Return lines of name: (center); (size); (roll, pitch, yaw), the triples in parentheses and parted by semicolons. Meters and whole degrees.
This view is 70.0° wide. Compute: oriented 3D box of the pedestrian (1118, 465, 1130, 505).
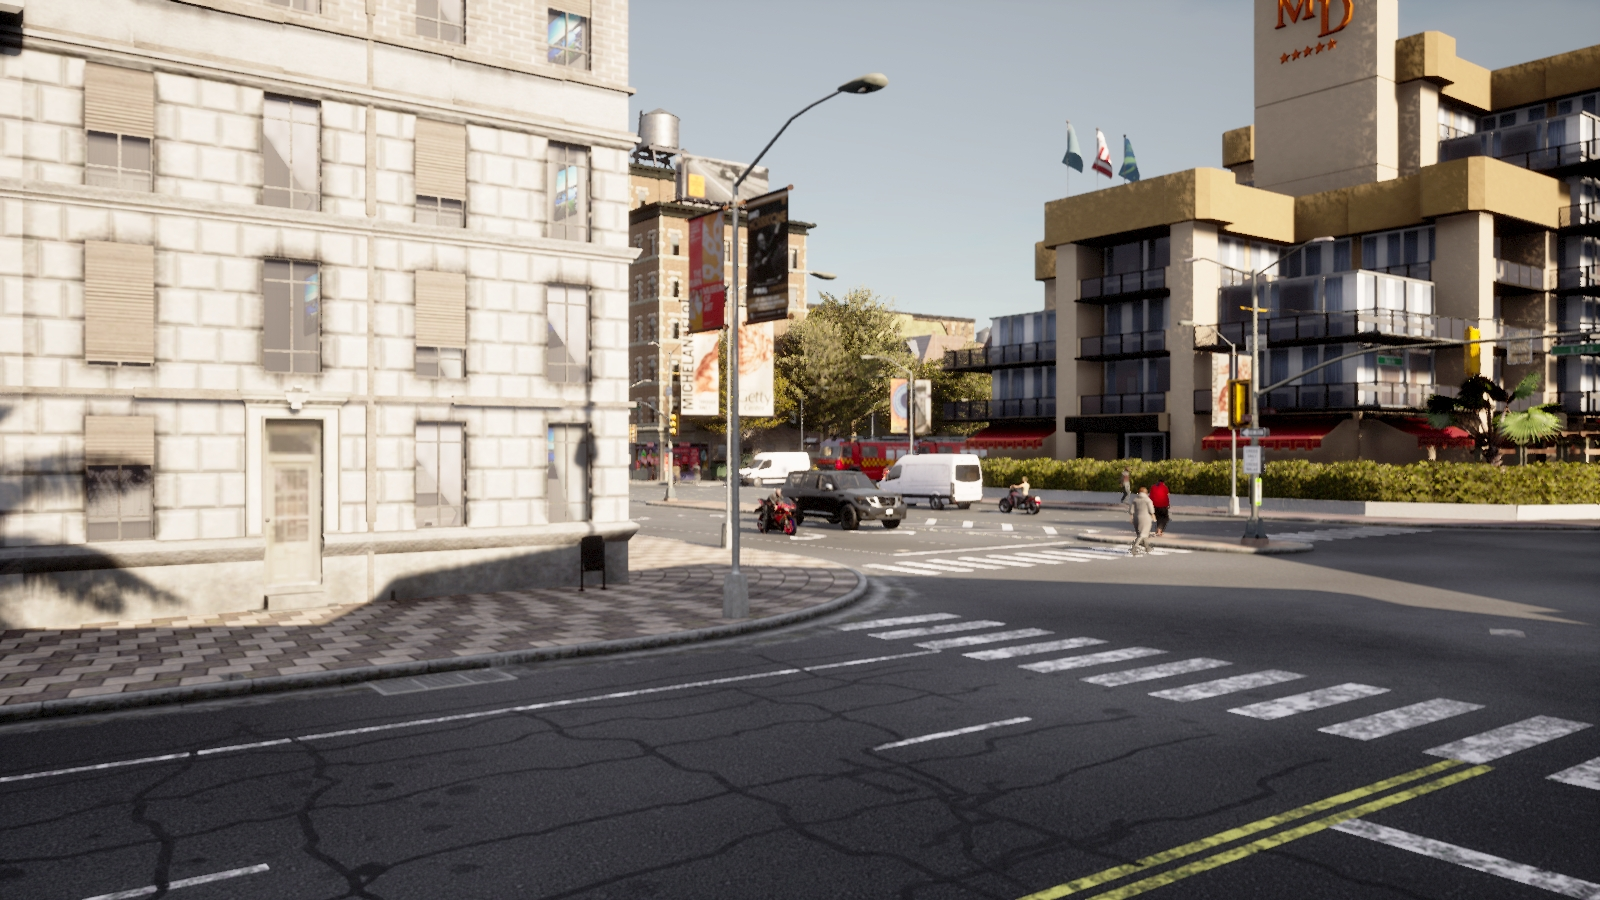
pedestrian: (15.222, 1.649, 53.703); (0.375, 1.860, 0.375); (0, 0, -36)

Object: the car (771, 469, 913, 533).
car: (1.410, 1.752, 41.175); (2.150, 2.045, 5.566); (0, 0, -35)

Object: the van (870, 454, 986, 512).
van: (5.946, 1.495, 54.072); (1.988, 2.561, 5.915); (0, 0, -36)

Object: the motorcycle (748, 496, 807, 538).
motorcycle: (-0.756, 2.182, 37.717); (0.867, 1.251, 2.209); (0, 0, -36)

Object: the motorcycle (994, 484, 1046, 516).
motorcycle: (9.406, 2.131, 48.968); (0.764, 1.277, 2.356); (0, 0, -34)

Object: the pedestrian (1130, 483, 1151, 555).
pedestrian: (8.998, 1.822, 30.196); (0.375, 1.860, 0.375); (0, 0, 45)

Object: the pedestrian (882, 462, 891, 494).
pedestrian: (5.076, 1.651, 67.375); (0.375, 1.860, 0.375); (0, 0, -32)

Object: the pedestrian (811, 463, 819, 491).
pedestrian: (0.981, 1.801, 75.761); (0.375, 1.860, 0.375); (0, 0, -32)

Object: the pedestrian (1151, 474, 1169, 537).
pedestrian: (10.815, 1.673, 34.362); (0.375, 1.860, 0.375); (0, 0, -38)
